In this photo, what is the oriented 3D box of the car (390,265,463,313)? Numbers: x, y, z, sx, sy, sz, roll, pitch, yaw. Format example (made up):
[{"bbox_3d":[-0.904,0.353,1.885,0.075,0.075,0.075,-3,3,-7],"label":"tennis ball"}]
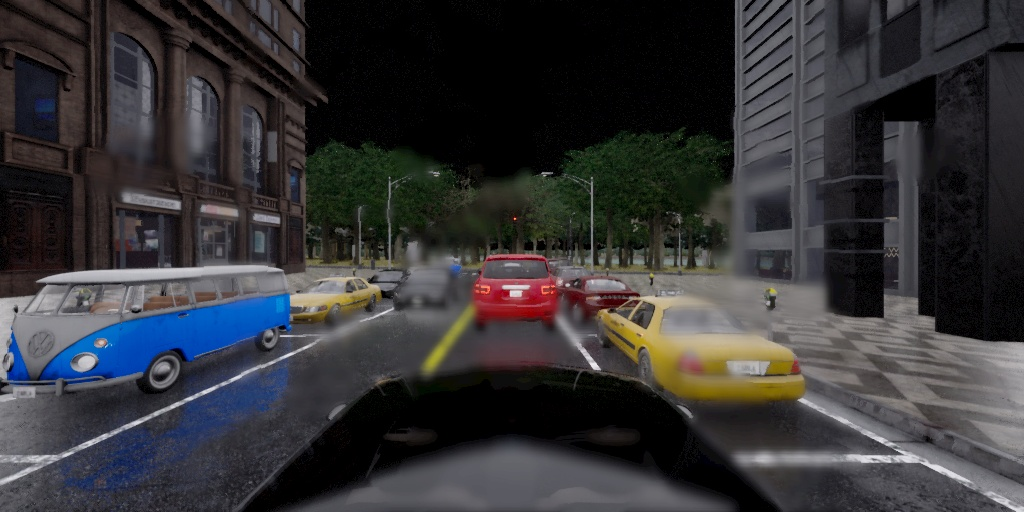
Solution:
[{"bbox_3d":[-3.090,1.256,14.140,1.837,1.490,4.892,0,0,0],"label":"car"}]

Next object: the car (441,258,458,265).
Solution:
[{"bbox_3d":[-5.753,1.193,28.086,1.967,1.591,4.097,0,0,0],"label":"car"}]

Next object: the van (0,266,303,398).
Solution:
[{"bbox_3d":[-5.761,1.091,6.336,1.690,1.789,3.998,0,0,0],"label":"van"}]

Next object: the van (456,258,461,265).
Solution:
[{"bbox_3d":[-5.751,1.096,33.524,1.690,1.789,3.998,0,0,0],"label":"van"}]

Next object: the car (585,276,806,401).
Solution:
[{"bbox_3d":[2.764,1.275,6.503,1.751,1.417,4.829,0,0,0],"label":"car"}]

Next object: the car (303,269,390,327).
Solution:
[{"bbox_3d":[-5.759,1.276,11.604,1.751,1.417,4.829,0,0,0],"label":"car"}]

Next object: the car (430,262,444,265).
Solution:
[{"bbox_3d":[-5.755,1.277,22.479,1.751,1.417,4.829,0,0,0],"label":"car"}]

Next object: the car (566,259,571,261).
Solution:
[{"bbox_3d":[2.770,1.067,22.646,2.192,1.841,5.009,0,0,0],"label":"car"}]

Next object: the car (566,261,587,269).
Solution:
[{"bbox_3d":[2.768,1.191,17.208,1.967,1.591,4.097,0,0,0],"label":"car"}]

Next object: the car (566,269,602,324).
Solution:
[{"bbox_3d":[2.766,1.295,11.771,1.888,1.381,4.507,0,0,0],"label":"car"}]

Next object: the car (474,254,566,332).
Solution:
[{"bbox_3d":[0.106,0.972,11.029,2.150,2.045,5.566,0,0,0],"label":"car"}]
